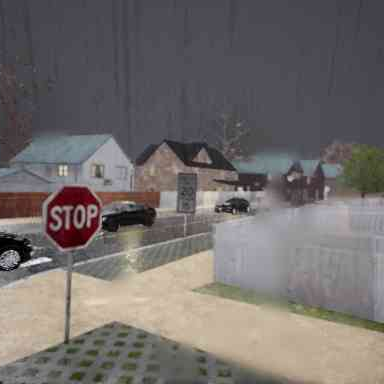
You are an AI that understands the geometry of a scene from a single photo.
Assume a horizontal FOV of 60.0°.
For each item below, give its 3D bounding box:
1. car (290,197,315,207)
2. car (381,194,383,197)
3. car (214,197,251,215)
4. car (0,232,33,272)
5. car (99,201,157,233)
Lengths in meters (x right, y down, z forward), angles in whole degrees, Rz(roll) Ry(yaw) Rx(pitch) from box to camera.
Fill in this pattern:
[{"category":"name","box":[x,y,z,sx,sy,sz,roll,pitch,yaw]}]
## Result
[{"category":"car","box":[15.524,1.342,46.684,1.895,1.301,4.718,4,3,39]},{"category":"car","box":[41.149,1.188,70.223,4.674,1.442,1.812,0,3,-43]},{"category":"car","box":[3.857,1.261,30.910,1.837,1.490,4.892,4,3,34]},{"category":"car","box":[-6.697,1.476,8.692,1.837,1.490,4.892,4,1,33]},{"category":"car","box":[-3.952,1.279,18.565,2.128,1.511,4.902,4,2,31]}]
